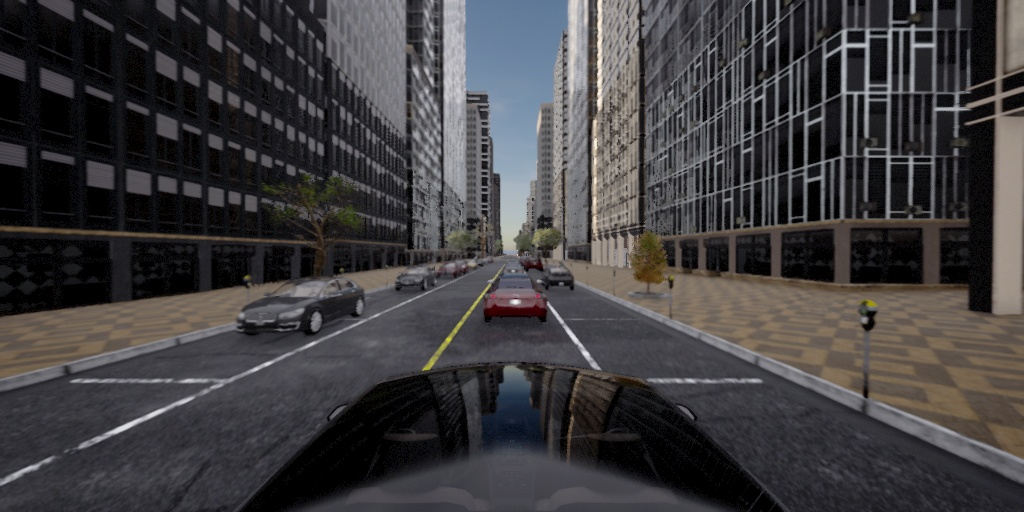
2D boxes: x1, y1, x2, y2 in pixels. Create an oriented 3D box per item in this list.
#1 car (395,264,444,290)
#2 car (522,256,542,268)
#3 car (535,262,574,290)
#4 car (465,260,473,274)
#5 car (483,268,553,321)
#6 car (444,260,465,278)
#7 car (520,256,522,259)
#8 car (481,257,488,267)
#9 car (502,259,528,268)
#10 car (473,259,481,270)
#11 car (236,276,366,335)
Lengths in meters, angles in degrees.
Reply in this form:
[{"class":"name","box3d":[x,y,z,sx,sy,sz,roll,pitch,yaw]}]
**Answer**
[{"class":"car","box3d":[-5.700,1.263,21.657,2.007,1.370,4.403,0,0,0]},{"class":"car","box3d":[2.672,0.983,44.395,2.192,1.841,5.009,0,0,0]},{"class":"car","box3d":[2.680,1.263,21.660,2.007,1.370,4.403,0,0,0]},{"class":"car","box3d":[-5.707,1.119,38.708,1.967,1.591,4.097,0,0,0]},{"class":"car","box3d":[0.097,1.294,12.324,1.994,1.385,4.181,0,0,0]},{"class":"car","box3d":[-5.705,1.272,33.024,1.802,1.307,4.207,0,0,0]},{"class":"car","box3d":[2.670,0.972,50.079,2.192,1.841,5.009,0,0,0]},{"class":"car","box3d":[-5.716,1.200,61.443,1.948,1.339,4.313,0,0,0]},{"class":"car","box3d":[0.088,1.241,31.082,2.033,1.411,5.357,0,0,0]},{"class":"car","box3d":[-5.711,1.182,49.906,1.751,1.417,4.829,0,0,0]},{"class":"car","box3d":[-5.696,1.284,10.290,2.007,1.370,4.403,0,0,0]}]
